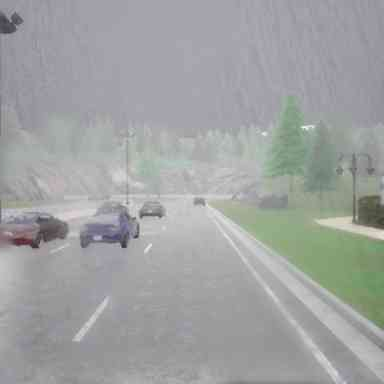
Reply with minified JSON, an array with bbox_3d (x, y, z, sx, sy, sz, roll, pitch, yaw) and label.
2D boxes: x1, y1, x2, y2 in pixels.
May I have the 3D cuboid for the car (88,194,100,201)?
[{"bbox_3d":[-24.818,1.235,83.509,2.097,1.767,4.553,0,0,-13],"label":"car"}]

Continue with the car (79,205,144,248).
[{"bbox_3d":[-3.500,1.532,14.650,1.812,1.442,4.674,0,0,0],"label":"car"}]

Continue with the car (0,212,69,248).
[{"bbox_3d":[-7.000,1.572,14.650,1.994,1.385,4.181,0,0,0],"label":"car"}]

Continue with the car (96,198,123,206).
[{"bbox_3d":[-7.000,1.563,29.650,2.033,1.411,5.357,0,0,0],"label":"car"}]

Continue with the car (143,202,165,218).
[{"bbox_3d":[-3.500,1.572,29.650,1.994,1.385,4.181,0,0,0],"label":"car"}]

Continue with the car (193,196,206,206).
[{"bbox_3d":[1.225,1.511,55.620,1.837,1.490,4.892,0,0,0],"label":"car"}]
